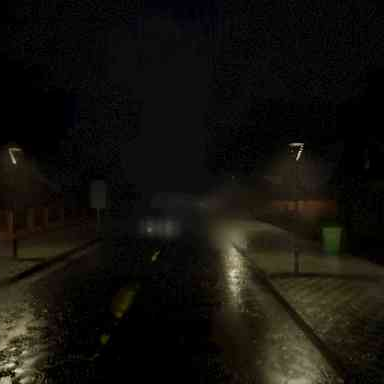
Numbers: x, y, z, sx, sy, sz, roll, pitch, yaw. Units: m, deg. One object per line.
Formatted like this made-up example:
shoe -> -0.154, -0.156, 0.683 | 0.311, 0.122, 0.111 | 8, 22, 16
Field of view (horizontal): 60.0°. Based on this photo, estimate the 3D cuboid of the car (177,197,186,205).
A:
car -> -2.734, 2.410, 90.299 | 2.150, 2.045, 5.566 | 0, -1, 0

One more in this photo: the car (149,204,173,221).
car -> -2.773, 1.828, 30.811 | 1.882, 1.535, 5.008 | 0, -1, 1
